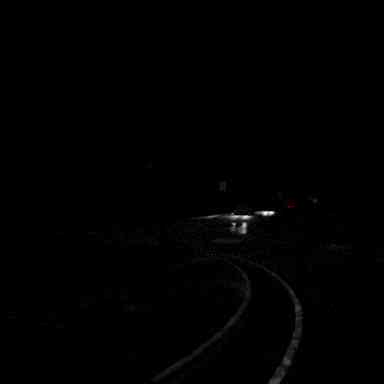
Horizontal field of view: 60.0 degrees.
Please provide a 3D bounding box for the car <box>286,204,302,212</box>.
[{"bbox_3d":[19.476,3.044,64.550,1.837,1.490,4.892,-1,-3,26],"label":"car"}]

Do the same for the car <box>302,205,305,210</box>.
[{"bbox_3d":[24.015,3.515,73.960,1.895,1.301,4.718,-1,-3,26],"label":"car"}]

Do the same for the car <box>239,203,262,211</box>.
[{"bbox_3d":[12.881,3.225,72.918,4.553,1.767,2.185,-1,-3,25],"label":"car"}]

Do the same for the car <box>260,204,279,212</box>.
[{"bbox_3d":[15.109,2.962,63.030,2.128,1.511,4.902,-1,-2,26],"label":"car"}]

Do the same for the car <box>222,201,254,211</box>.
[{"bbox_3d":[8.927,2.717,64.593,5.566,2.045,2.435,-1,-3,25],"label":"car"}]

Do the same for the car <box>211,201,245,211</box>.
[{"bbox_3d":[6.393,2.637,59.204,4.553,1.767,2.185,-1,-2,25],"label":"car"}]

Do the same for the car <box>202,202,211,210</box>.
[{"bbox_3d":[0.849,3.447,76.539,5.366,1.575,1.946,-1,-3,25],"label":"car"}]

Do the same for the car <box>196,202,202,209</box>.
[{"bbox_3d":[-1.411,2.958,71.300,5.566,2.045,2.435,-1,-2,25],"label":"car"}]

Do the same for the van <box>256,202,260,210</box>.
[{"bbox_3d":[11.500,2.994,70.219,4.442,1.987,1.878,-1,-3,25],"label":"van"}]

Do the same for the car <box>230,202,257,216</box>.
[{"bbox_3d":[7.377,2.563,47.101,1.812,1.442,4.674,-1,-1,26],"label":"car"}]

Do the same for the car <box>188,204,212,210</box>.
[{"bbox_3d":[1.992,3.567,78.939,5.366,1.575,1.946,-1,-3,25],"label":"car"}]

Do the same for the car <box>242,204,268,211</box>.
[{"bbox_3d":[14.327,3.483,75.451,5.366,1.575,1.946,-1,-3,25],"label":"car"}]

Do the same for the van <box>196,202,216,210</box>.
[{"bbox_3d":[3.466,3.472,81.340,4.442,1.987,1.878,-1,-3,25],"label":"van"}]
